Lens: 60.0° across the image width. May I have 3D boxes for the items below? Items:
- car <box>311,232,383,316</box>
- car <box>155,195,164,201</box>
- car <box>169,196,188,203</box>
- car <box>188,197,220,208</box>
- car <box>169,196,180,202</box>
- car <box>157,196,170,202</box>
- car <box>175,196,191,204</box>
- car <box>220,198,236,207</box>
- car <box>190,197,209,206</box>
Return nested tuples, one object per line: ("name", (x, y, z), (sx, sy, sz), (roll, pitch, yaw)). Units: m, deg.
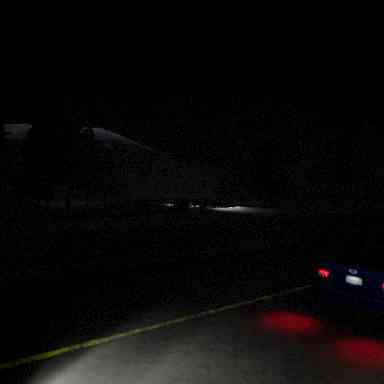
("car", (4.826, 1.572, 7.169), (5.357, 1.411, 2.033), (0, 0, -35))
("car", (-8.558, 1.656, 87.891), (2.033, 1.411, 5.357), (0, 0, -3))
("car", (-2.027, 1.663, 59.315), (1.994, 1.385, 4.181), (0, 0, -21))
("car", (1.766, 1.586, 51.248), (2.128, 1.511, 4.902), (0, 0, -27))
("car", (-4.186, 1.655, 79.544), (2.128, 1.511, 4.902), (0, 0, -10))
("car", (-5.025, 1.598, 67.561), (2.128, 1.511, 4.902), (0, 0, -17))
("car", (-1.951, 1.664, 69.386), (2.033, 1.411, 5.357), (0, 0, -18))
("car", (5.074, 1.669, 52.498), (1.994, 1.385, 4.181), (0, 0, -29))
("car", (1.311, 1.635, 60.377), (1.812, 1.442, 4.674), (0, 0, -22))
